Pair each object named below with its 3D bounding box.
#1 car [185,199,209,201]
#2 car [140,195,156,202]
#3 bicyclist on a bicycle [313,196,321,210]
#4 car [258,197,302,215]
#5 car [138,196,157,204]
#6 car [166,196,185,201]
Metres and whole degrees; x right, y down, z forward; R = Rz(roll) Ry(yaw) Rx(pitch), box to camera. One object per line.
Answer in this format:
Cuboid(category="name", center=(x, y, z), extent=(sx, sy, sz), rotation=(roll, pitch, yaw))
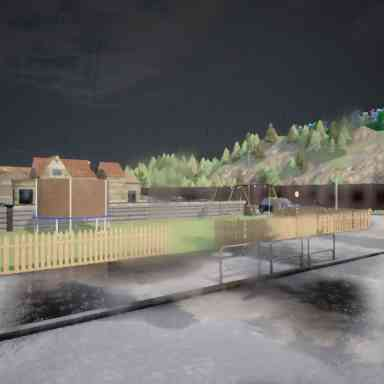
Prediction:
Cuboid(category="car", center=(1.583, 1.608, 44.697), extent=(1.895, 1.301, 4.718), rotation=(0, 0, -36))
Cuboid(category="car", center=(-8.421, 1.357, 58.786), extent=(2.097, 1.767, 4.553), rotation=(0, 0, -36))
Cuboid(category="bicyclist on a bicycle", center=(15.091, 1.358, 40.272), extent=(1.656, 1.620, 0.582), rotation=(0, 0, -36))
Cuboid(category="car", center=(9.068, 1.359, 34.261), extent=(2.097, 1.767, 4.553), rotation=(0, 0, -36))
Cuboid(category="car", center=(-8.833, 1.534, 66.225), extent=(1.812, 1.442, 4.674), rotation=(0, 0, -36))
Cuboid(category="car", center=(-2.714, 1.513, 57.792), extent=(1.837, 1.490, 4.892), rotation=(0, 0, -35))
